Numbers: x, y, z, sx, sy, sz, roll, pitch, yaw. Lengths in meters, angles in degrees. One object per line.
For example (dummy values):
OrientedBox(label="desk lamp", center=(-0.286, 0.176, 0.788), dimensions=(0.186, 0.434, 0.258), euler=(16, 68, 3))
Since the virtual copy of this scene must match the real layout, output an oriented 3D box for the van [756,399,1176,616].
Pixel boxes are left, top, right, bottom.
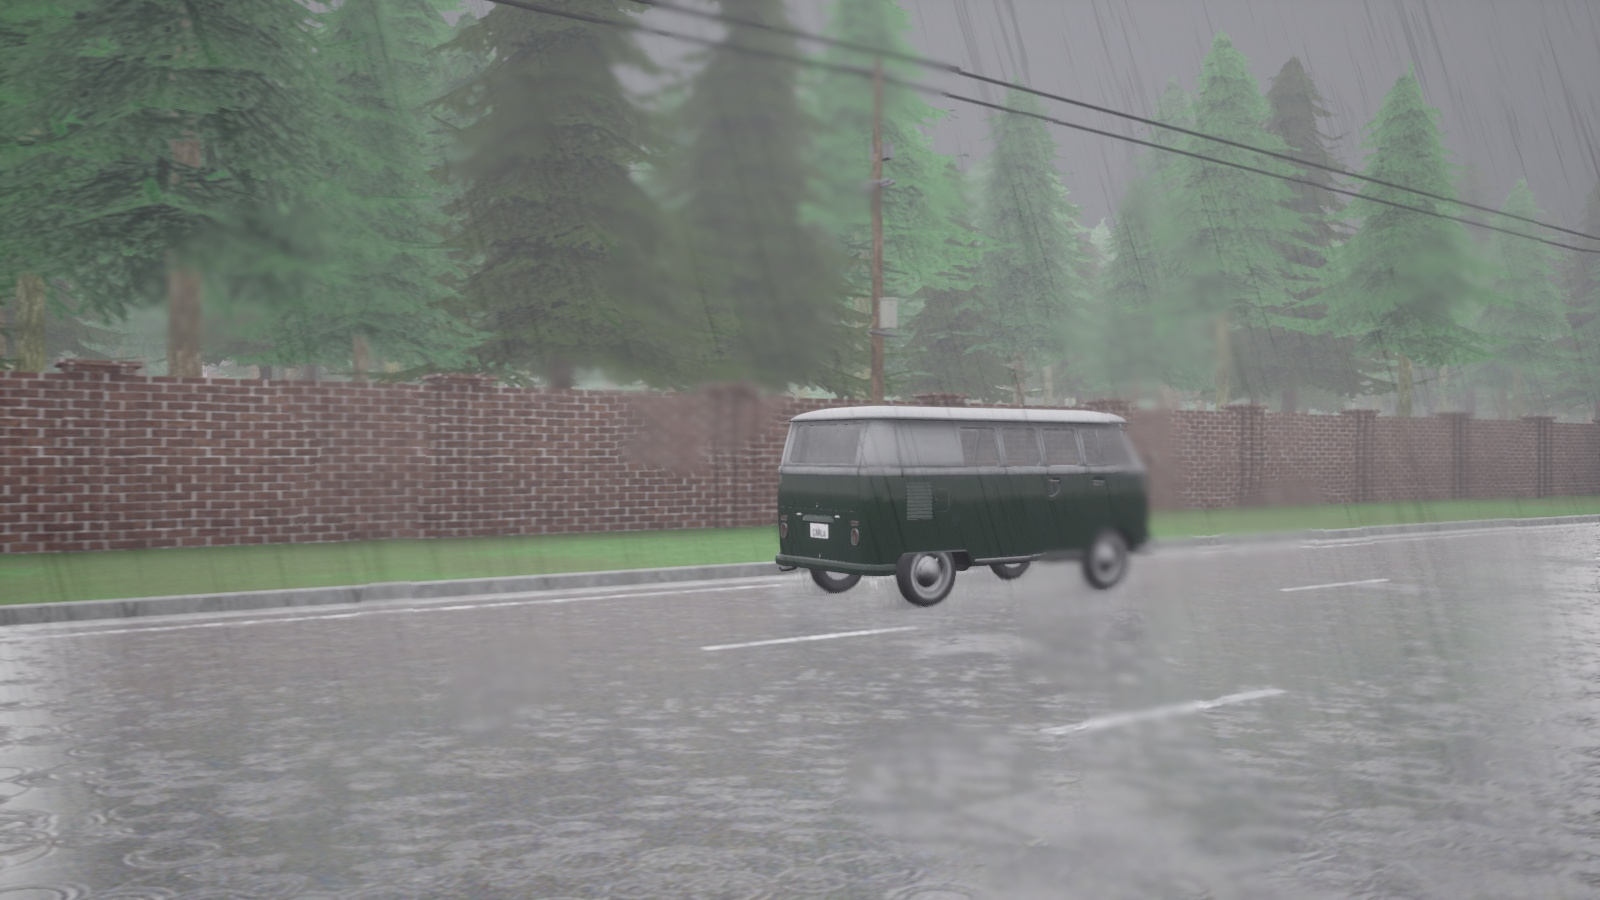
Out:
OrientedBox(label="van", center=(1.874, 0.527, 13.493), dimensions=(4.442, 1.987, 1.775), euler=(0, 0, -35))
